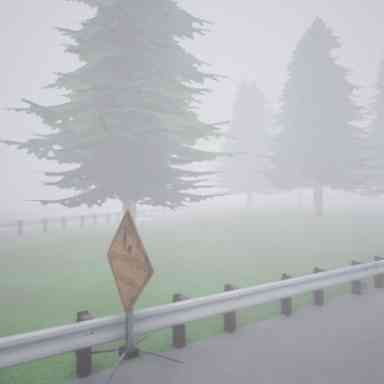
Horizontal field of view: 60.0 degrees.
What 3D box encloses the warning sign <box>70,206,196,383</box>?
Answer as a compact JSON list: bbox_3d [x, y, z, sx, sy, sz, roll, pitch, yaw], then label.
[{"bbox_3d":[-0.766,1.134,4.110,1.060,1.860,1.300,1,0,-35],"label":"warning sign"}]
